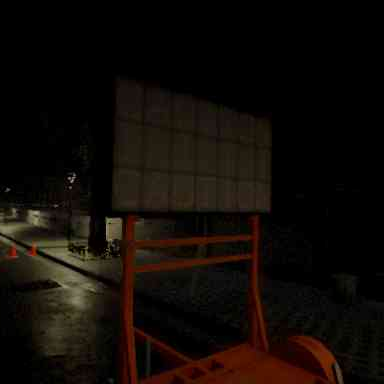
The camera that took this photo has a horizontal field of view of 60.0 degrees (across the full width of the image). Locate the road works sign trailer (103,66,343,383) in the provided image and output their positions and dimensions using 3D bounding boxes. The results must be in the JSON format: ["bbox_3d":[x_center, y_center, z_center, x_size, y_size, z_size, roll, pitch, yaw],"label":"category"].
[{"bbox_3d":[-0.006,0.658,3.829,2.380,3.560,2.880,3,-3,-40],"label":"road works sign trailer"}]

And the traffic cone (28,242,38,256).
[{"bbox_3d":[-7.058,2.521,14.764,0.340,0.580,0.340,4,-4,-41],"label":"traffic cone"}]

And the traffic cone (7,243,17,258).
[{"bbox_3d":[-7.691,2.484,14.256,0.340,0.580,0.340,3,-4,-40],"label":"traffic cone"}]
